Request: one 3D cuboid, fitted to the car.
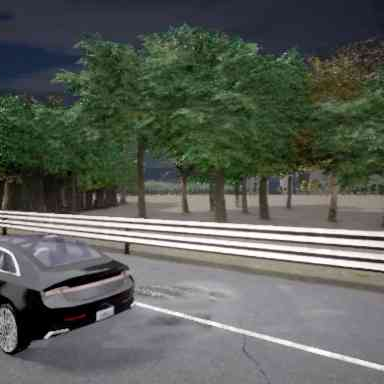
[{"bbox_3d":[-3.196,1.555,6.226,4.902,1.511,2.128,-1,0,37],"label":"car"}]
